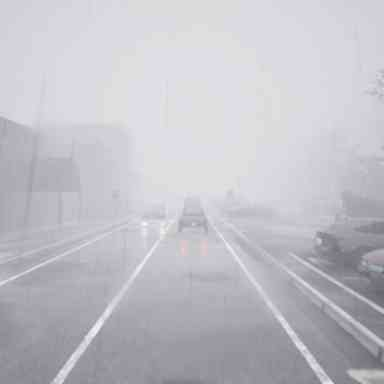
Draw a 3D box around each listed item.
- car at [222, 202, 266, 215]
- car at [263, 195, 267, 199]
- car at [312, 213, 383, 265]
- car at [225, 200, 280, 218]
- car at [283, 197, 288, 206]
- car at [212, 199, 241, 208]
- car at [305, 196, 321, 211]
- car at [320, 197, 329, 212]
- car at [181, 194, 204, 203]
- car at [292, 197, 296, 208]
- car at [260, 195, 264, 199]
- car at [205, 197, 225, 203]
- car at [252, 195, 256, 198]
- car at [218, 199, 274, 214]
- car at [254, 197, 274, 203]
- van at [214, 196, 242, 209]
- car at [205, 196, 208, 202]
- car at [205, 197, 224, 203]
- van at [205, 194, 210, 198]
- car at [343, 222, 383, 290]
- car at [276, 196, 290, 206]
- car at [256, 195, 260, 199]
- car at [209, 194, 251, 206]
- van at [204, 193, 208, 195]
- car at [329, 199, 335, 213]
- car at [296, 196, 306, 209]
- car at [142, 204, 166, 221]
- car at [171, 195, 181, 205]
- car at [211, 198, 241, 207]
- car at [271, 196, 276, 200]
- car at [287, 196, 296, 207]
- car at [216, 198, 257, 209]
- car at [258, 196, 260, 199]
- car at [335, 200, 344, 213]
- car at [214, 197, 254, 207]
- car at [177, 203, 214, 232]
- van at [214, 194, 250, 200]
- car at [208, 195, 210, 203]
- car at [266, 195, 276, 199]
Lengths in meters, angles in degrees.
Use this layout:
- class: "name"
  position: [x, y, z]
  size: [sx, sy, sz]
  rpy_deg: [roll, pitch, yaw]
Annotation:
- class: "car"
  position: [6.037, 1.889, 38.819]
  size: [4.792, 1.488, 2.163]
  rpy_deg: [0, 0, 0]
- class: "car"
  position: [19.120, 1.922, 75.001]
  size: [4.553, 1.767, 2.185]
  rpy_deg: [0, 0, 0]
- class: "car"
  position: [6.176, 1.536, 10.061]
  size: [4.792, 1.488, 2.163]
  rpy_deg: [0, 0, 0]
- class: "car"
  position: [6.013, 1.870, 33.395]
  size: [4.674, 1.452, 2.002]
  rpy_deg: [1, 0, 0]
- class: "car"
  position: [19.092, 1.996, 58.290]
  size: [4.792, 1.488, 2.163]
  rpy_deg: [0, 0, 0]
- class: "car"
  position: [6.036, 1.967, 58.302]
  size: [4.892, 1.521, 2.231]
  rpy_deg: [0, 0, 0]
- class: "car"
  position: [19.071, 1.780, 47.151]
  size: [4.553, 1.767, 2.185]
  rpy_deg: [0, 0, 0]
- class: "car"
  position: [19.124, 1.750, 41.706]
  size: [4.553, 1.767, 2.185]
  rpy_deg: [0, 0, 0]
- class: "car"
  position: [0.044, 1.561, 41.128]
  size: [2.150, 2.045, 5.566]
  rpy_deg: [0, 0, 0]
- class: "car"
  position: [19.298, 1.934, 52.844]
  size: [5.366, 1.575, 1.946]
  rpy_deg: [0, 0, 0]
- class: "car"
  position: [19.151, 2.059, 77.785]
  size: [5.008, 1.535, 2.097]
  rpy_deg: [0, 0, 0]
- class: "car"
  position: [6.091, 2.102, 88.919]
  size: [5.008, 1.535, 2.097]
  rpy_deg: [0, 0, 0]
- class: "car"
  position: [19.143, 1.842, 86.139]
  size: [5.566, 2.045, 2.435]
  rpy_deg: [0, 0, 0]
- class: "car"
  position: [5.817, 1.842, 36.037]
  size: [5.366, 1.575, 1.946]
  rpy_deg: [0, 0, 0]
- class: "car"
  position: [19.205, 2.132, 88.926]
  size: [4.792, 1.488, 2.163]
  rpy_deg: [0, 0, 0]
- class: "van"
  position: [5.921, 1.725, 55.520]
  size: [4.442, 1.987, 1.878]
  rpy_deg: [0, 0, 0]
- class: "car"
  position: [6.043, 2.077, 75.002]
  size: [4.792, 1.488, 2.163]
  rpy_deg: [0, 0, 0]
- class: "car"
  position: [6.107, 2.112, 91.702]
  size: [5.008, 1.535, 2.097]
  rpy_deg: [0, 0, 0]
- class: "van"
  position: [5.960, 1.834, 77.849]
  size: [4.442, 1.987, 1.878]
  rpy_deg: [0, 0, 0]
- class: "car"
  position: [6.137, 1.526, 7.235]
  size: [4.674, 1.452, 2.002]
  rpy_deg: [0, 0, 0]
- class: "car"
  position: [19.163, 1.869, 63.860]
  size: [4.553, 1.767, 2.185]
  rpy_deg: [0, 0, 0]
- class: "car"
  position: [19.135, 1.956, 83.355]
  size: [4.553, 1.767, 2.185]
  rpy_deg: [0, 0, 0]
- class: "car"
  position: [6.004, 1.685, 52.737]
  size: [5.566, 2.045, 2.435]
  rpy_deg: [0, 0, 0]
- class: "van"
  position: [6.223, 1.895, 94.486]
  size: [4.442, 1.987, 1.878]
  rpy_deg: [0, 0, 0]
- class: "car"
  position: [19.119, 1.735, 38.921]
  size: [4.553, 1.767, 2.185]
  rpy_deg: [0, 0, 0]
- class: "car"
  position: [19.136, 1.670, 50.061]
  size: [5.566, 2.045, 2.435]
  rpy_deg: [0, 0, 0]
- class: "car"
  position: [-3.387, 1.798, 30.503]
  size: [1.812, 1.442, 4.674]
  rpy_deg: [0, 0, 0]
- class: "car"
  position: [-3.358, 1.735, 71.099]
  size: [2.150, 2.045, 5.566]
  rpy_deg: [0, 0, 0]
- class: "car"
  position: [6.233, 1.977, 61.085]
  size: [5.366, 1.575, 1.946]
  rpy_deg: [0, 0, 0]
- class: "car"
  position: [19.143, 2.010, 66.645]
  size: [4.892, 1.521, 2.231]
  rpy_deg: [0, 0, 0]
- class: "car"
  position: [19.123, 1.951, 55.504]
  size: [5.008, 1.535, 2.097]
  rpy_deg: [0, 0, 0]
- class: "car"
  position: [5.988, 1.920, 44.386]
  size: [4.792, 1.488, 2.163]
  rpy_deg: [0, 0, 0]
- class: "car"
  position: [19.164, 2.111, 80.569]
  size: [4.674, 1.452, 2.002]
  rpy_deg: [0, 0, 0]
- class: "car"
  position: [19.111, 1.593, 36.012]
  size: [5.566, 2.045, 2.435]
  rpy_deg: [0, 0, 0]
- class: "car"
  position: [6.016, 1.907, 47.169]
  size: [4.892, 1.521, 2.231]
  rpy_deg: [0, 0, 0]
- class: "car"
  position: [0.076, 1.707, 22.027]
  size: [2.128, 1.511, 4.902]
  rpy_deg: [0, 0, 0]
- class: "van"
  position: [5.911, 1.696, 50.078]
  size: [4.442, 1.987, 1.878]
  rpy_deg: [0, 0, 0]
- class: "car"
  position: [6.026, 1.884, 66.653]
  size: [4.553, 1.767, 2.185]
  rpy_deg: [0, 0, 0]
- class: "car"
  position: [19.114, 1.771, 69.430]
  size: [5.566, 2.045, 2.435]
  rpy_deg: [0, 0, 0]
